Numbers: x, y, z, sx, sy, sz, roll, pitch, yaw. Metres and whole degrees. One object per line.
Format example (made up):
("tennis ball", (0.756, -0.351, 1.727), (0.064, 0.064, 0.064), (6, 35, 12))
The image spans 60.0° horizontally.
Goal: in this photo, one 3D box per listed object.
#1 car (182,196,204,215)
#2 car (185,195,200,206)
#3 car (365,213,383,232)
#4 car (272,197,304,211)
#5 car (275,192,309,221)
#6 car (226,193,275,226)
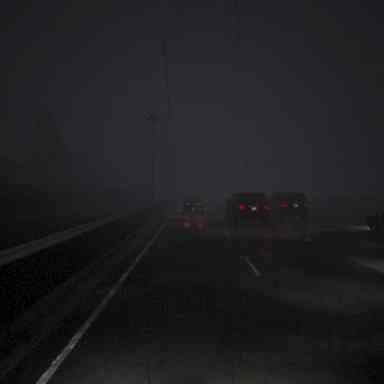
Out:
("car", (0.107, 1.259, 30.990), (2.128, 1.511, 4.902), (0, 0, 0))
("car", (0.043, 1.213, 46.950), (1.994, 1.385, 4.181), (0, 1, 0))
("car", (10.606, 1.426, 16.153), (2.033, 1.411, 5.357), (0, 0, 0))
("car", (10.613, 1.270, 37.087), (2.033, 1.411, 5.357), (0, 0, 0))
("car", (7.108, 1.031, 25.415), (2.150, 2.045, 5.566), (0, 0, 0))
("car", (3.596, 1.056, 22.088), (2.150, 2.045, 5.566), (0, 0, 0))
